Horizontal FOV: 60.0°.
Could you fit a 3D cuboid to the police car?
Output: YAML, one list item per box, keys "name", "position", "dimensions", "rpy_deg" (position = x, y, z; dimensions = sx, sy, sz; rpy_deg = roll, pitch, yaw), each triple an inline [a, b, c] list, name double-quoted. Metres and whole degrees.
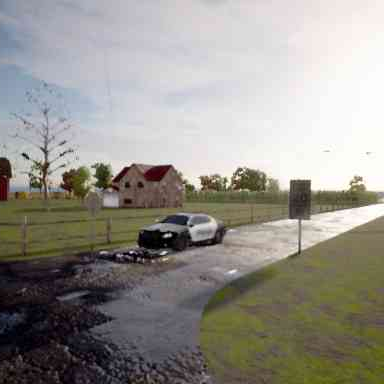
- name: "police car"
  position: [-0.339, 1.676, 15.057]
  dimensions: [2.038, 1.542, 4.974]
  rpy_deg: [1, 0, 35]
